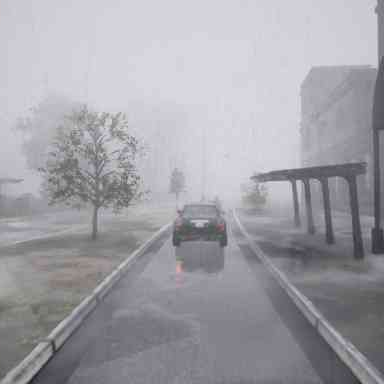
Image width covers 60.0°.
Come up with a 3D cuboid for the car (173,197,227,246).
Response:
[{"bbox_3d":[0.401,1.204,14.514,2.097,1.767,4.553,0,1,3],"label":"car"}]

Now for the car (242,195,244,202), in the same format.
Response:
[{"bbox_3d":[10.216,1.107,60.691,2.097,1.535,5.008,-1,0,13],"label":"car"}]

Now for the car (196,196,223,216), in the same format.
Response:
[{"bbox_3d":[1.650,1.166,29.419,2.128,1.511,4.902,0,0,6],"label":"car"}]
